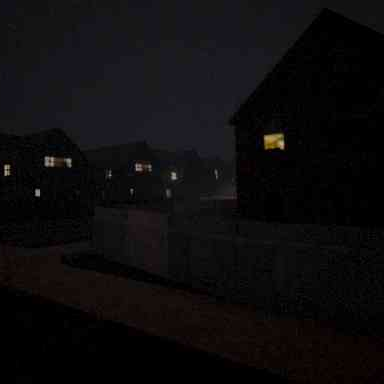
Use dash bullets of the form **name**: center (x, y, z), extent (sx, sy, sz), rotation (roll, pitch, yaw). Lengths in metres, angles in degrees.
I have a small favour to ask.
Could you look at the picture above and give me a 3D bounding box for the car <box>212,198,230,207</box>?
- **car**: center (2.833, 1.339, 34.293), extent (2.128, 1.511, 4.902), rotation (-2, -1, 36)
